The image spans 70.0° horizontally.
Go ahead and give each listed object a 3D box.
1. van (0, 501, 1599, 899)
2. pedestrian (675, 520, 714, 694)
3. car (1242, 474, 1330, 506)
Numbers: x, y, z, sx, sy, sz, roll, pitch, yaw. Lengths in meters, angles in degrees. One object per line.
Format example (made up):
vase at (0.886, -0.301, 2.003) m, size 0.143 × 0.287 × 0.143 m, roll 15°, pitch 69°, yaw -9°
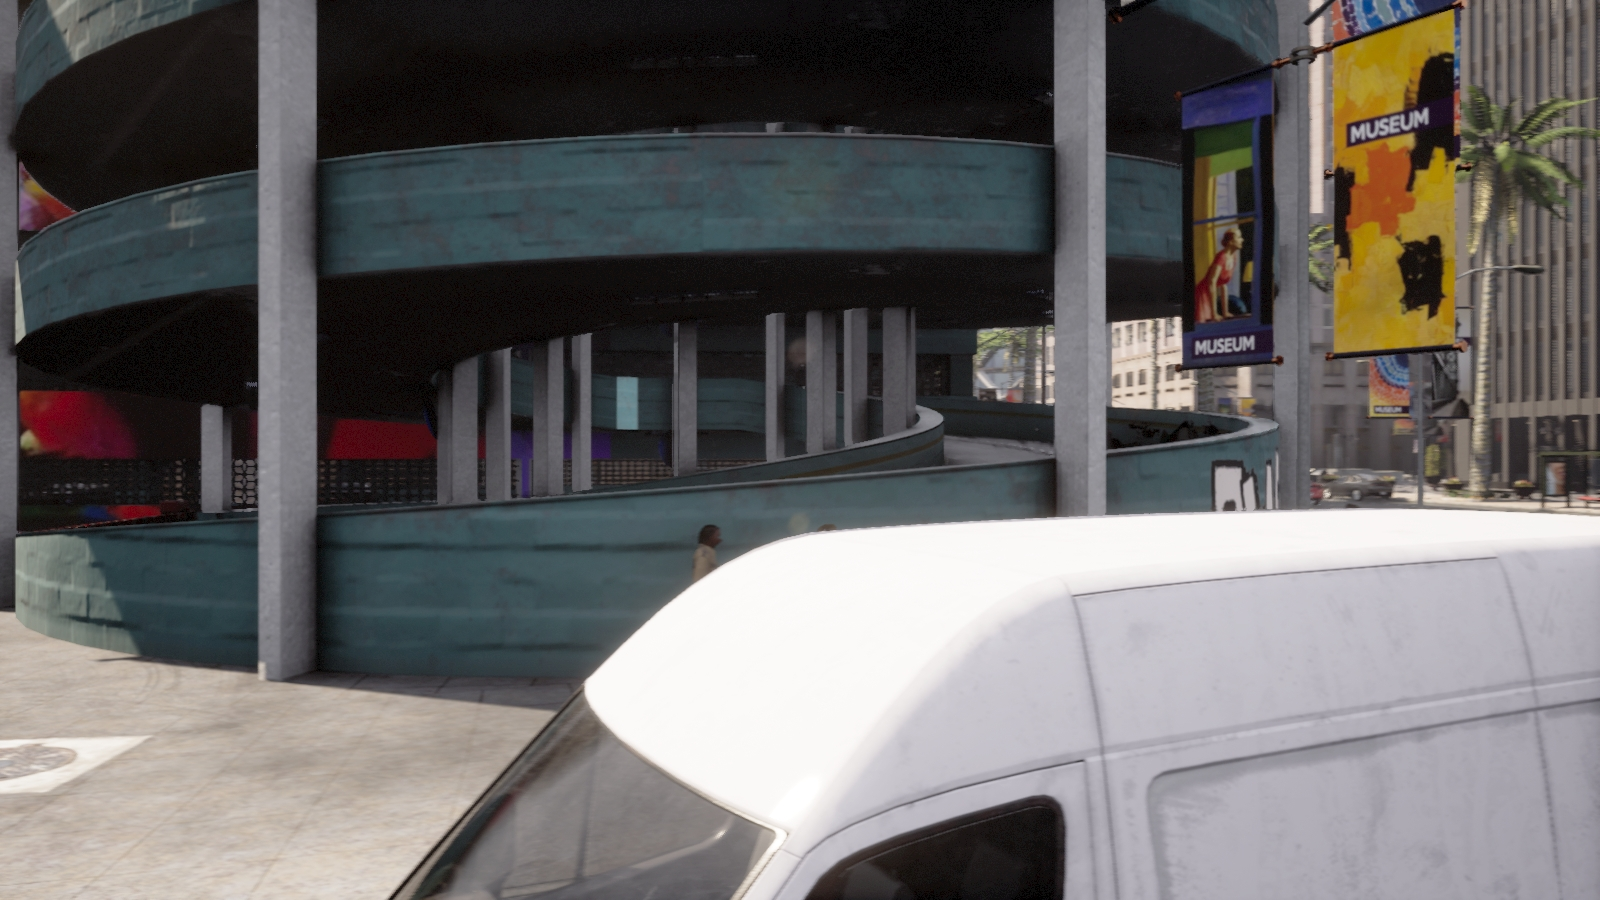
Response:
van at (0.802, 1.539, 3.591) m, size 5.915 × 2.561 × 1.988 m, roll 0°, pitch 0°, yaw -25°
pedestrian at (-1.169, 1.717, 12.611) m, size 0.375 × 1.860 × 0.375 m, roll 0°, pitch 0°, yaw -15°
car at (25.760, 2.106, 60.752) m, size 2.097 × 1.535 × 5.006 m, roll 0°, pitch 0°, yaw -7°
